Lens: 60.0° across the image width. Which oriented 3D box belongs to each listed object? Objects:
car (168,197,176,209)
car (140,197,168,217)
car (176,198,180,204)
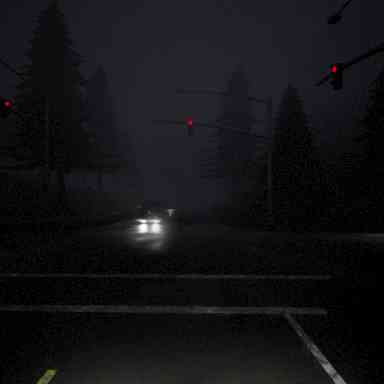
[{"bbox_3d":[-3.641,1.478,45.310,1.882,1.535,5.008,0,0,-1],"label":"car"},{"bbox_3d":[-3.654,1.491,30.819,2.128,1.511,4.902,0,0,0],"label":"car"},{"bbox_3d":[-4.100,1.564,61.663,1.994,1.385,4.181,0,0,-39],"label":"car"}]
